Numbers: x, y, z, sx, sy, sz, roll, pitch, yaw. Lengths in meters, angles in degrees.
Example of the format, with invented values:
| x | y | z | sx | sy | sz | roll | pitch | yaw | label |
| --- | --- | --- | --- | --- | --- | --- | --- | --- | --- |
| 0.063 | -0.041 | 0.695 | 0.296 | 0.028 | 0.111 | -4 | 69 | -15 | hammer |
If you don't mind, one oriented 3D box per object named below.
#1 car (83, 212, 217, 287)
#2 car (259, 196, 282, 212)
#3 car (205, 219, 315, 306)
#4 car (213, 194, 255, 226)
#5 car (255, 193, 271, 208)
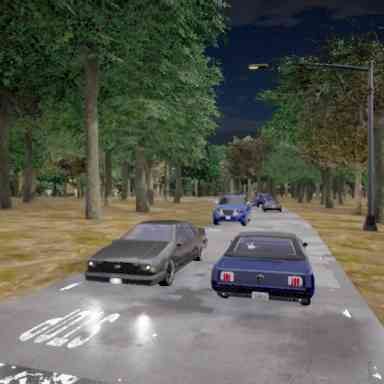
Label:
| x | y | z | sx | sy | sz | roll | pitch | yaw | label |
| --- | --- | --- | --- | --- | --- | --- | --- | --- | --- |
| -0.914 | 1.549 | 9.786 | 2.033 | 1.411 | 5.357 | 0 | 0 | 16 | car |
| 9.019 | 1.528 | 37.776 | 1.994 | 1.385 | 4.181 | 0 | 0 | 8 | car |
| 1.858 | 1.601 | 8.168 | 1.895 | 1.301 | 4.718 | 0 | 0 | 16 | car |
| 2.962 | 1.217 | 23.658 | 2.150 | 2.045 | 5.566 | 0 | 1 | 15 | car |
| 10.122 | 1.133 | 47.724 | 2.150 | 2.045 | 5.566 | 0 | 0 | 3 | car |
